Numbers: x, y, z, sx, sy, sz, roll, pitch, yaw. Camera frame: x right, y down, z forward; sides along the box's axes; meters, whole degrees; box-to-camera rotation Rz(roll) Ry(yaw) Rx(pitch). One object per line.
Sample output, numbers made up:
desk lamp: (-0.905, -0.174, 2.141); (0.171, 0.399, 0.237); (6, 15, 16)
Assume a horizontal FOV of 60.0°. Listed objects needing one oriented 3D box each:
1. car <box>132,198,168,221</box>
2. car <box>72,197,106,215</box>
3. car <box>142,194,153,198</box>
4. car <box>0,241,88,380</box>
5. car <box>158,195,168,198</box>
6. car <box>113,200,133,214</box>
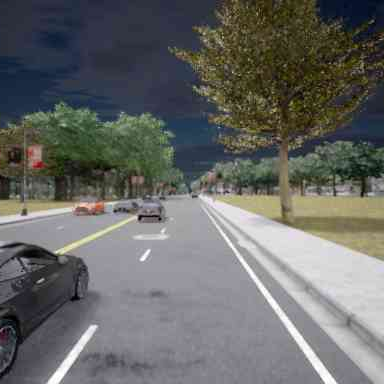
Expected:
car: (-3.153, 1.473, 26.684); (2.033, 1.411, 5.357); (0, 0, 0)
car: (-9.843, 1.264, 31.981); (2.097, 1.767, 4.553); (0, 0, 0)
car: (-9.750, 1.272, 72.754); (1.882, 1.535, 5.008); (0, 0, 0)
car: (-3.149, 1.510, 5.287); (1.812, 1.442, 4.674); (0, 0, 0)
car: (-6.500, 1.366, 74.954); (1.895, 1.301, 4.718); (0, 0, 0)
car: (-6.594, 1.473, 33.455); (1.994, 1.385, 4.181); (0, 0, 0)
